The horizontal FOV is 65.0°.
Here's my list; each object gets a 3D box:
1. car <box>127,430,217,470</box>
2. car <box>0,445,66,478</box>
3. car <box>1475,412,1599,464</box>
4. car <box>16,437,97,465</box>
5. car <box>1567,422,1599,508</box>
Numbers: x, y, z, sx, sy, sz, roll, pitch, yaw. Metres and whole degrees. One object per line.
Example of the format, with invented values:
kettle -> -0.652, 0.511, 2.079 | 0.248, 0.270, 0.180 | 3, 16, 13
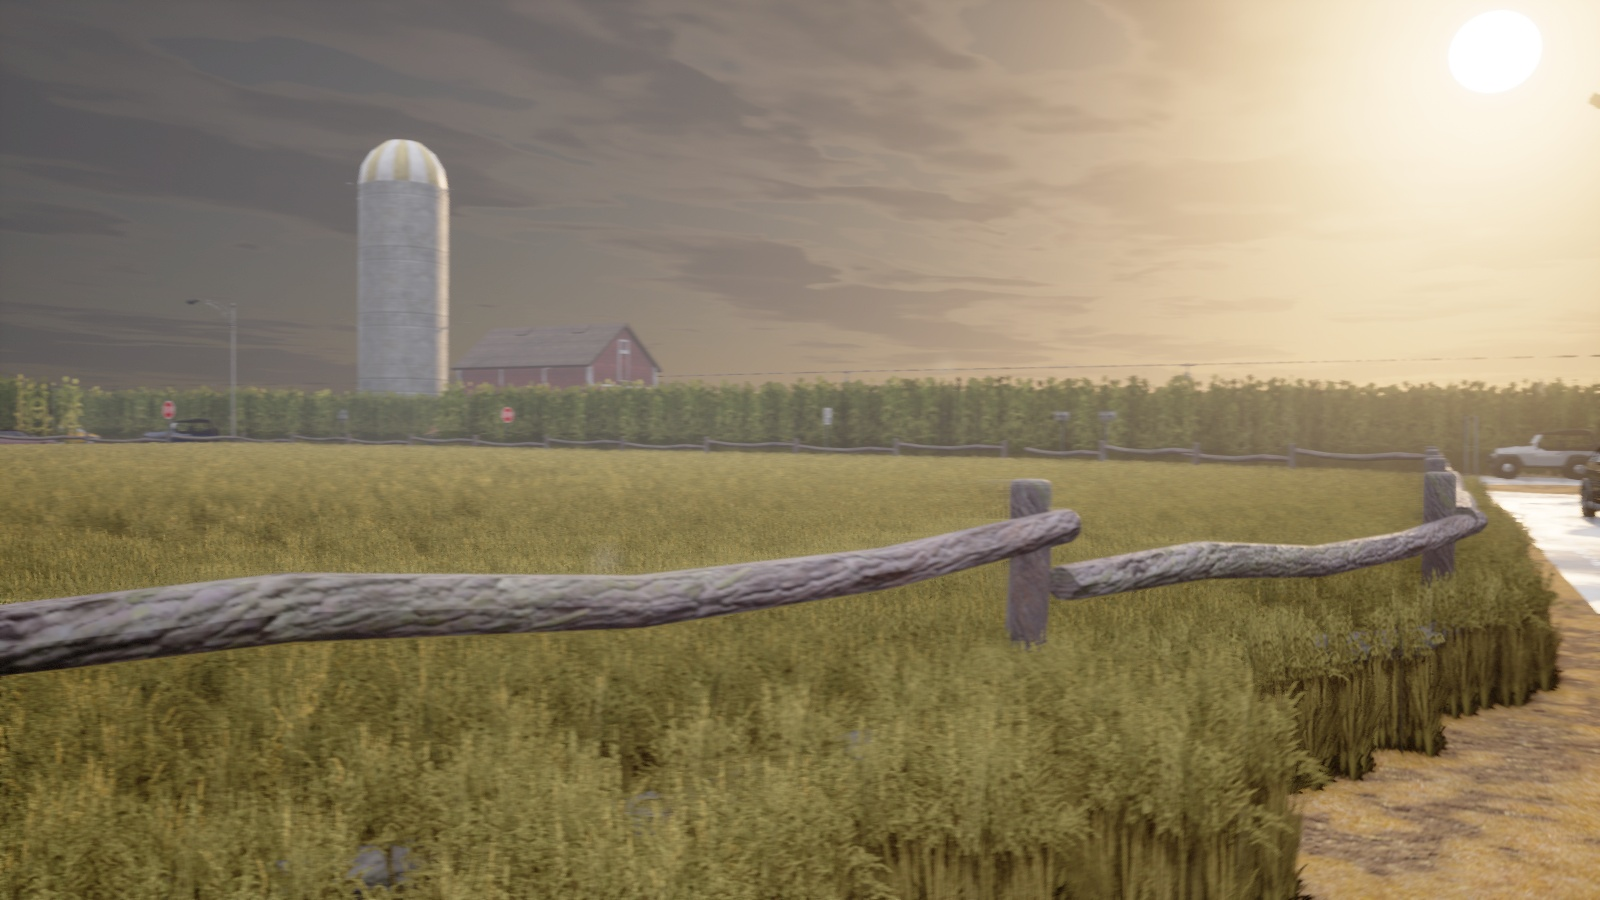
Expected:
car -> -32.670, -0.014, 65.354 | 3.866, 1.878, 1.905 | -3, 2, -35
car -> -35.493, 0.520, 56.084 | 1.994, 1.385, 4.181 | 0, 1, 30
car -> 27.544, -0.442, 46.965 | 3.866, 1.878, 1.905 | 0, 1, 23
car -> -44.587, 0.065, 75.269 | 5.366, 1.575, 1.801 | 0, 1, 30
car -> 15.549, 0.240, 23.176 | 1.789, 1.549, 3.705 | 0, 1, 22
